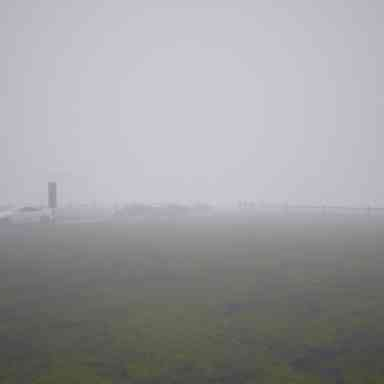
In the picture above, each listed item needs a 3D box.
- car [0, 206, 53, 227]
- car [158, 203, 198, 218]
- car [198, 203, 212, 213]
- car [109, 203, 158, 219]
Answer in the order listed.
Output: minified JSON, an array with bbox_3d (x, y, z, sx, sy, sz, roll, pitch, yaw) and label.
[{"bbox_3d":[-12.603,1.743,24.572,1.812,1.442,4.674,-1,-2,35],"label":"car"},{"bbox_3d":[-1.962,1.892,34.541,2.033,1.411,5.357,-1,-1,35],"label":"car"},{"bbox_3d":[0.626,2.103,43.291,1.895,1.301,4.718,-1,-1,35],"label":"car"},{"bbox_3d":[-6.181,1.848,33.669,2.128,1.511,4.902,-1,-1,35],"label":"car"}]
